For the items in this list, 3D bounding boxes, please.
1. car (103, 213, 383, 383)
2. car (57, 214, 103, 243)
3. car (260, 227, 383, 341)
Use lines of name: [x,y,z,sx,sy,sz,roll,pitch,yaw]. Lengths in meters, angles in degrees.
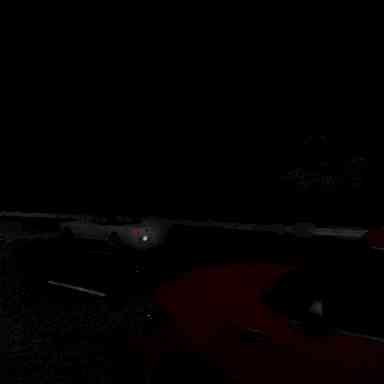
car: [2.062,1.216,2.450,5.566,2.045,2.150,0,0,36]
car: [-3.783,1.599,14.710,4.718,1.301,1.895,0,0,32]
car: [3.698,1.515,5.545,4.674,1.442,1.812,0,0,35]
